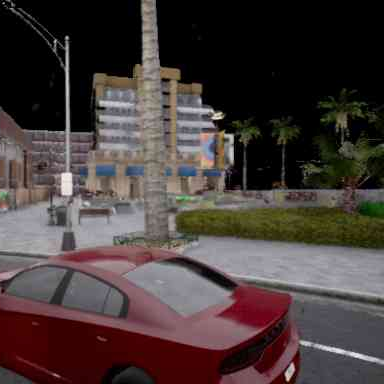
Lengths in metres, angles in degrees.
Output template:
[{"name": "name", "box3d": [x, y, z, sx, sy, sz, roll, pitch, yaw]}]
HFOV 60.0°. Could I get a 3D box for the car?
[{"name": "car", "box3d": [-1.230, 1.459, 4.303, 5.008, 1.535, 1.882, 0, 0, 31]}]
